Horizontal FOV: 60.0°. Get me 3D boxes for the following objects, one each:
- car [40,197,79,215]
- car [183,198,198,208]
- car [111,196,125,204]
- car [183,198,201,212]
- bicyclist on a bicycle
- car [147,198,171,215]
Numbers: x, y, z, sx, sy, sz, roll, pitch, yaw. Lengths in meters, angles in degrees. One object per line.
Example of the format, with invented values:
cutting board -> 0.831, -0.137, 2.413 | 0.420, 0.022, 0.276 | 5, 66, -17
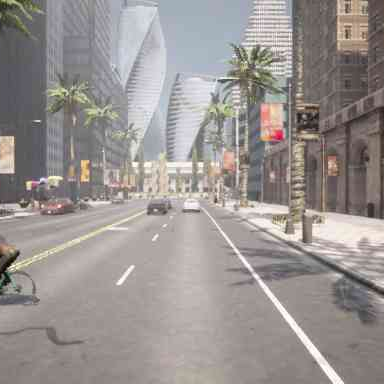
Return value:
car -> -13.723, 1.354, 34.162 | 2.185, 1.767, 4.553 | 0, 0, -1
car -> -0.211, 1.564, 47.996 | 1.994, 1.385, 4.181 | 0, 0, -1
car -> -14.103, 1.481, 63.534 | 2.231, 1.521, 4.892 | 0, 0, -1
car -> -0.083, 1.526, 38.148 | 1.812, 1.442, 4.674 | 0, 0, 0
bicyclist on a bicycle -> -3.916, 1.454, 6.558 | 1.656, 1.620, 0.582 | -1, 0, 0
car -> -3.541, 1.504, 34.613 | 1.837, 1.490, 4.892 | 0, 0, -1
